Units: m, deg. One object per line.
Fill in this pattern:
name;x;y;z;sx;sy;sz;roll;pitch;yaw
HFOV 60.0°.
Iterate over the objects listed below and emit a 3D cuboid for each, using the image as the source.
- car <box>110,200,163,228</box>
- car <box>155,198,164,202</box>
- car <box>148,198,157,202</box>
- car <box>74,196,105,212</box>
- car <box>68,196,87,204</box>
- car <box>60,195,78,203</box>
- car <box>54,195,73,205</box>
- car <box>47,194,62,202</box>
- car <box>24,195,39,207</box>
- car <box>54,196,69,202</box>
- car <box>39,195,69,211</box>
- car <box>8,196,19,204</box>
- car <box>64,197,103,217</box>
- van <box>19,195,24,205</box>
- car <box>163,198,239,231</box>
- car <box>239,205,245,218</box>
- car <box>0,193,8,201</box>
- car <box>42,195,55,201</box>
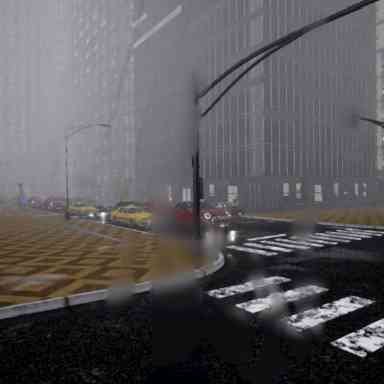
car;-4.059;1.556;22.809;1.752;1.417;4.829;-1;1;-36
car;-4.102;1.336;36.681;1.967;1.590;4.097;-1;1;-36
car;-5.325;1.489;29.009;1.837;1.490;4.892;-1;1;-36
car;-11.502;1.514;37.607;2.033;1.411;5.357;-1;1;-36
car;-20.374;1.396;59.201;1.887;1.381;4.507;-1;1;-36
car;-23.619;1.393;63.712;2.008;1.369;4.403;-1;1;-36
car;-22.420;1.364;57.835;1.882;1.535;5.008;-1;1;-35
car;-30.110;1.263;72.733;1.967;1.590;4.097;-1;1;-36
car;-23.526;1.415;50.087;1.967;1.590;4.097;-1;1;-36
car;-26.864;1.414;68.223;1.802;1.307;4.206;-1;1;-36
car;-17.035;1.433;41.065;1.967;1.590;4.097;-1;1;-36
car;-33.261;1.498;63.621;2.008;1.369;4.403;-1;1;-36
car;-10.494;1.537;31.873;1.752;1.417;4.829;-1;1;-36
van;-26.772;1.307;54.597;1.690;1.788;3.998;-1;1;-36
car;0.441;1.351;20.988;2.097;1.767;4.553;-1;1;-36
car;2.448;1.463;27.700;2.008;1.369;4.403;-1;1;-36
car;-46.242;1.453;81.664;1.887;1.381;4.507;-1;1;-36
car;-33.454;1.338;77.382;1.752;1.417;4.829;-1;1;-36
